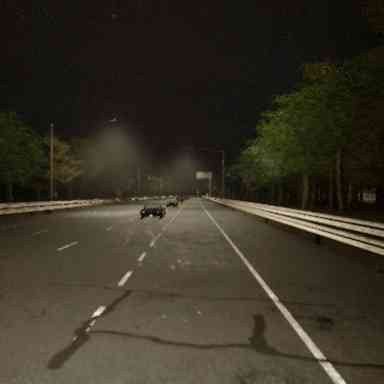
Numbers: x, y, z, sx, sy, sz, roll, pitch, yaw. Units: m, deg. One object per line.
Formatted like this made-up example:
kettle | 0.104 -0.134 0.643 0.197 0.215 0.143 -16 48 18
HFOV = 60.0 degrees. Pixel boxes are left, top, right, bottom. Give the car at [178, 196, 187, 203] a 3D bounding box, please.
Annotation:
car | -3.085 1.921 86.374 2.097 1.767 4.553 0 0 1

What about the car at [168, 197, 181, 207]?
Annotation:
car | -3.318 1.932 57.243 1.895 1.301 4.718 0 0 0

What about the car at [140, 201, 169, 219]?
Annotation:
car | -3.450 1.729 30.255 1.895 1.301 4.718 0 0 0
